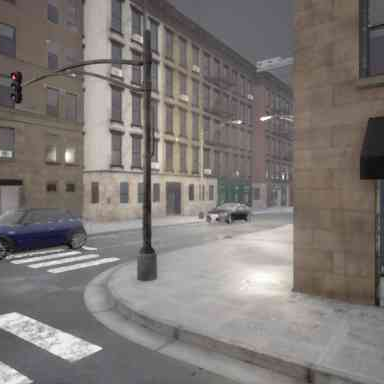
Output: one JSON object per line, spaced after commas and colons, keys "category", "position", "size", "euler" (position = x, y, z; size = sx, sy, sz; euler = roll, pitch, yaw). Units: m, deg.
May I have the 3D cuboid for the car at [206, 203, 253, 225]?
{"category": "car", "position": [2.927, 1.614, 25.368], "size": [2.128, 1.511, 4.902], "euler": [0, 0, 36]}

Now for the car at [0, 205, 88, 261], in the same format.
{"category": "car", "position": [-6.290, 1.387, 12.452], "size": [2.097, 1.767, 4.553], "euler": [0, 0, 36]}
